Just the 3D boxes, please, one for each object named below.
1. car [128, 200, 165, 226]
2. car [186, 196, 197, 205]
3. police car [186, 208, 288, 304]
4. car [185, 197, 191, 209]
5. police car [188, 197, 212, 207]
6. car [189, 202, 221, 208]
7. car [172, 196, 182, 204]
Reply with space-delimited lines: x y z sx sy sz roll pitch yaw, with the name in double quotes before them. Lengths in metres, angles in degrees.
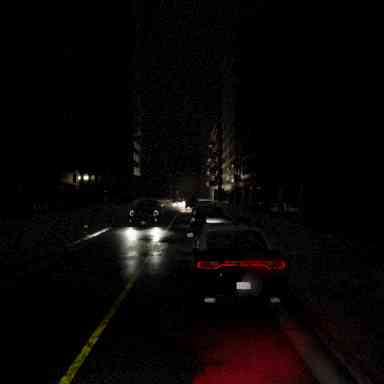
"car" -3.109 1.364 23.351 2.097 1.767 4.553 0 0 0
"car" -0.019 1.555 59.844 1.882 1.535 5.008 0 0 0
"police car" 0.897 1.428 8.372 1.930 1.638 5.238 0 0 0
"car" -0.003 1.547 46.242 1.837 1.490 4.892 0 0 0
"police car" 0.892 1.439 24.372 1.930 1.638 5.238 0 0 0
"car" 0.895 1.513 18.262 1.837 1.490 4.892 0 0 0
"car" -3.023 1.604 68.670 2.128 1.511 4.902 0 0 0
